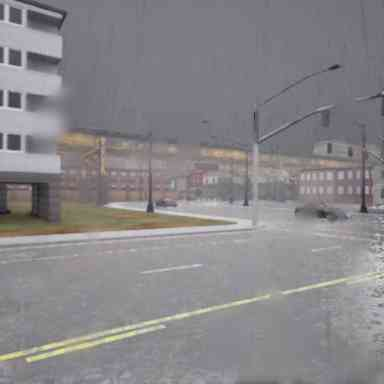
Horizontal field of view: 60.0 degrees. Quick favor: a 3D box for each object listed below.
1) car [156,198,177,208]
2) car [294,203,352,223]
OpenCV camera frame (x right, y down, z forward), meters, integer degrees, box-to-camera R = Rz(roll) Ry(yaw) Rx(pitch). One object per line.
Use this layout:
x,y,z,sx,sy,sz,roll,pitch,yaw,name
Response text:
-3.941,1.645,50.313,1.812,1.442,4.674,0,0,-31,car
11.026,1.683,28.257,2.128,1.511,4.902,1,0,-34,car
